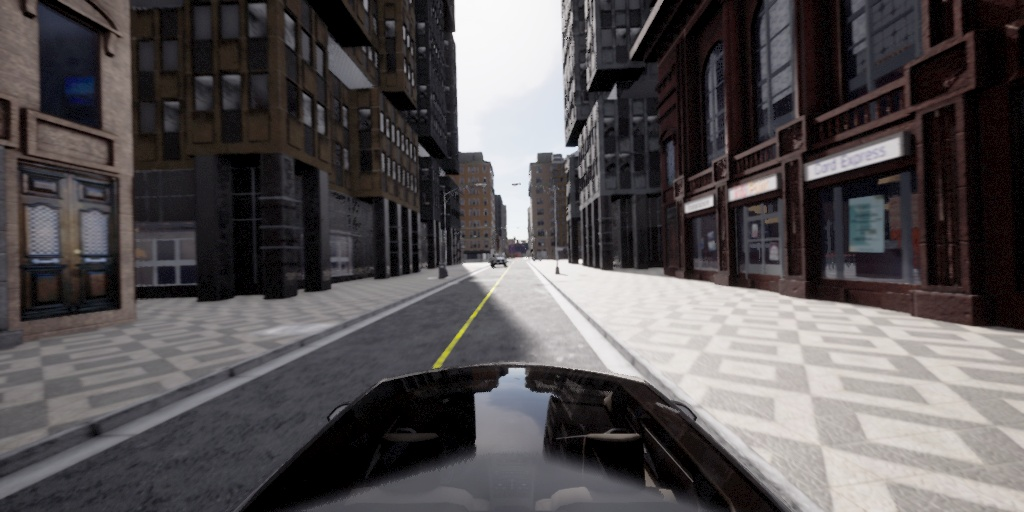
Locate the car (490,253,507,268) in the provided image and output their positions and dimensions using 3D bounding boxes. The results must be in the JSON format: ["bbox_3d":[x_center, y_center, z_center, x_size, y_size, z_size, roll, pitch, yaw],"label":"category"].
[{"bbox_3d":[-1.892,0.644,52.076,2.150,2.045,5.566,-2,0,1],"label":"car"}]
